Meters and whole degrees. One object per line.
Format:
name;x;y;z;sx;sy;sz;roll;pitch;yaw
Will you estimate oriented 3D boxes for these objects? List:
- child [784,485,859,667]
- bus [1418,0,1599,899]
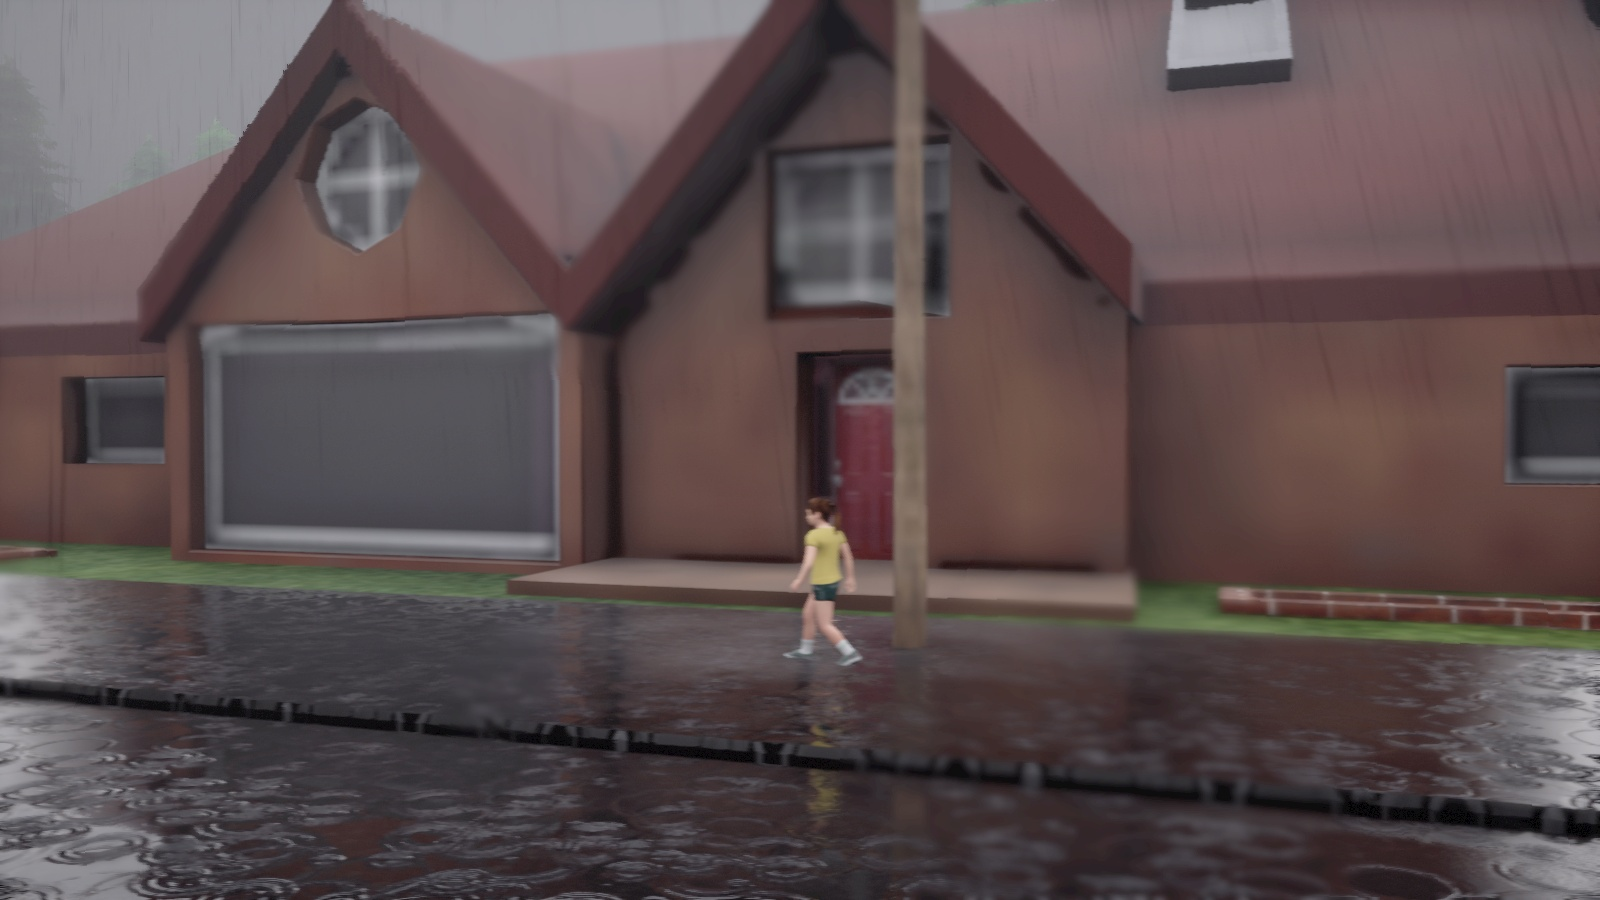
child;0.135;0.784;7.953;0.394;1.110;0.255;1;1;28
bus;6.692;-0.540;1.446;10.273;4.253;3.944;1;1;19
